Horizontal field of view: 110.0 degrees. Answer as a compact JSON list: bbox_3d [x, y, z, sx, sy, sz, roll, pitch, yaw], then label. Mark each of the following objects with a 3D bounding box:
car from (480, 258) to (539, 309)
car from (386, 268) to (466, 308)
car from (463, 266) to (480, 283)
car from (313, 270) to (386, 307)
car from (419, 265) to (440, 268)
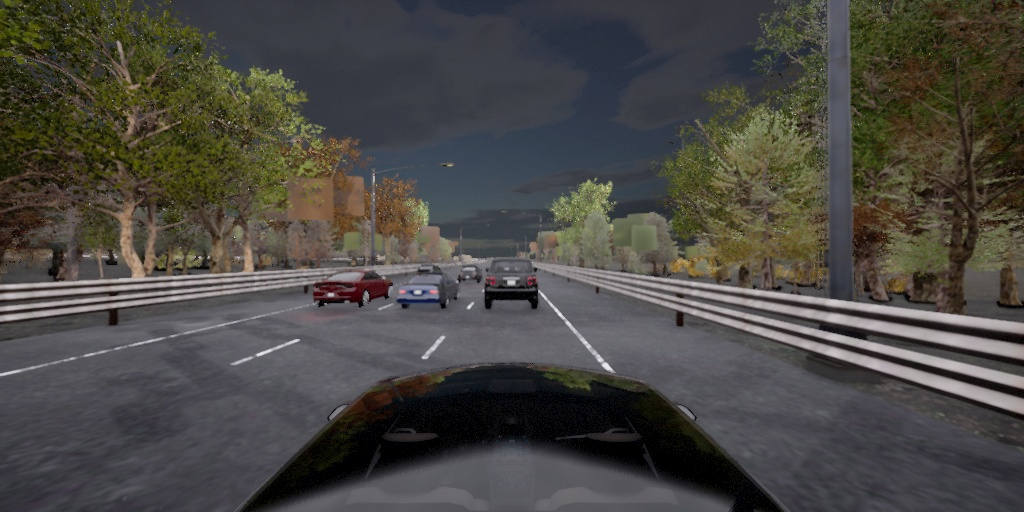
[{"bbox_3d":[-0.030,1.100,15.947,2.150,2.045,5.566,0,0,0],"label":"car"},{"bbox_3d":[-3.529,1.430,15.913,2.033,1.411,5.357,0,0,0],"label":"car"},{"bbox_3d":[-3.605,1.550,31.308,1.812,1.442,4.674,0,0,0],"label":"car"},{"bbox_3d":[-7.026,1.365,16.379,1.882,1.535,5.008,0,0,0],"label":"car"},{"bbox_3d":[-7.105,1.531,31.209,1.837,1.490,4.892,0,0,0],"label":"car"}]
